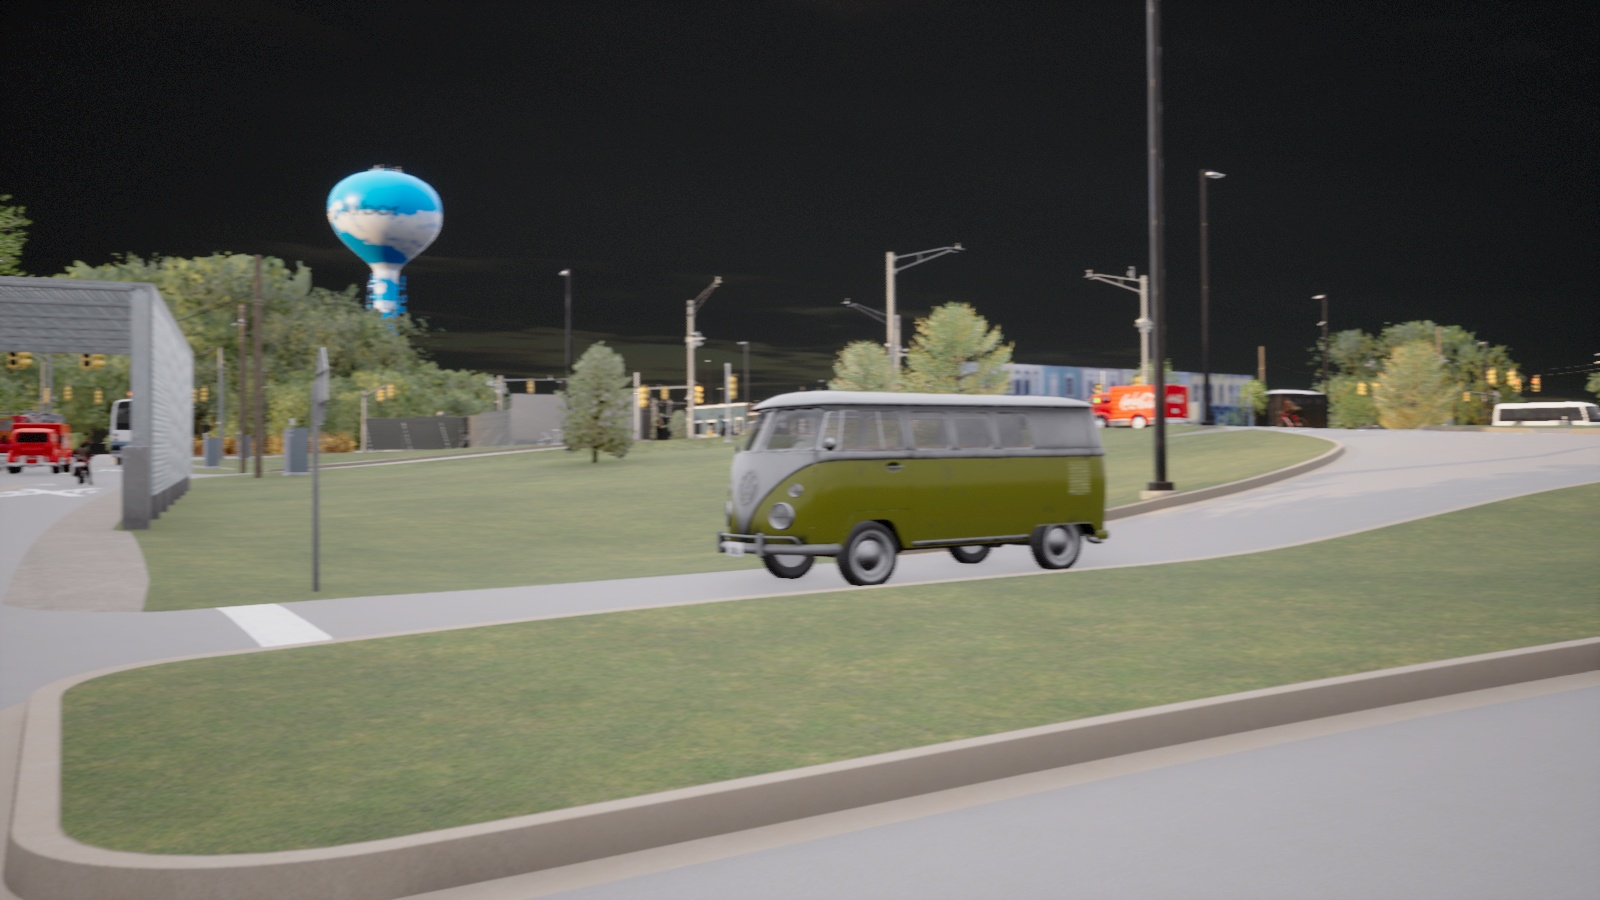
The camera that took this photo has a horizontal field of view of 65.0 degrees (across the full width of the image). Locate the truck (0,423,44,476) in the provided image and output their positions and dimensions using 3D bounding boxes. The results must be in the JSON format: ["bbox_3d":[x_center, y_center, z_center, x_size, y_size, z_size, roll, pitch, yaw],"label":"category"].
[{"bbox_3d":[-38.507,-0.023,60.942,2.627,2.467,5.204,0,0,-25],"label":"truck"}]

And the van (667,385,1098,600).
[{"bbox_3d":[0.975,0.393,13.579,4.442,1.987,1.775,-1,-1,-34],"label":"van"}]

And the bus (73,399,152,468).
[{"bbox_3d":[-45.168,-1.048,82.767,3.944,4.253,10.273,1,0,-26],"label":"bus"}]

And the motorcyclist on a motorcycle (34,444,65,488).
[{"bbox_3d":[-26.934,0.554,45.093,0.797,1.523,2.044,0,0,-27],"label":"motorcyclist on a motorcycle"}]

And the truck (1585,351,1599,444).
[{"bbox_3d":[24.168,-1.515,34.057,5.204,2.467,2.627,-2,0,-29],"label":"truck"}]

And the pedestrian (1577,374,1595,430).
[{"bbox_3d":[27.856,-1.699,44.489,0.396,1.930,0.692,-2,-2,42],"label":"pedestrian"}]

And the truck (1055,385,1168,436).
[{"bbox_3d":[16.234,-2.020,65.684,2.627,2.467,5.204,0,-1,-38],"label":"truck"}]
